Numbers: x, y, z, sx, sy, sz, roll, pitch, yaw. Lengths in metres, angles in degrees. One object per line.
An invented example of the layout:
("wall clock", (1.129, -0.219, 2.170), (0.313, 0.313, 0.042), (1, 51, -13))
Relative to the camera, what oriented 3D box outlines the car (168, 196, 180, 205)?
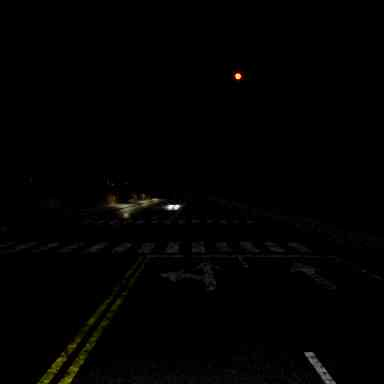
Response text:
("car", (-3.178, 1.512, 58.468), (2.128, 1.511, 4.902), (0, 1, 0))
